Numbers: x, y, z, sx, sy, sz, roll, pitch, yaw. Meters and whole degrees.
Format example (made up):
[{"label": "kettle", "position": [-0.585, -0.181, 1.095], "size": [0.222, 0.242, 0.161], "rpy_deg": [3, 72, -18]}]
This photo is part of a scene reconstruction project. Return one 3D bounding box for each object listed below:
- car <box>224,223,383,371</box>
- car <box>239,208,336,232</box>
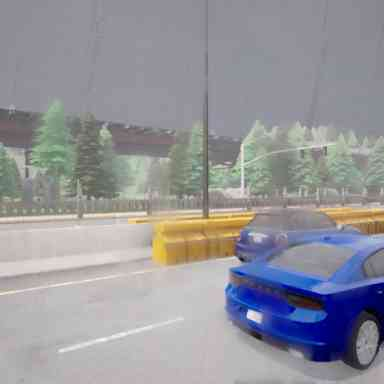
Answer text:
[{"label": "car", "position": [2.827, 1.478, 5.768], "size": [5.008, 1.535, 1.882], "rpy_deg": [0, 0, -36]}, {"label": "car", "position": [3.582, 1.353, 10.610], "size": [4.553, 1.767, 2.097], "rpy_deg": [0, 0, -36]}]
